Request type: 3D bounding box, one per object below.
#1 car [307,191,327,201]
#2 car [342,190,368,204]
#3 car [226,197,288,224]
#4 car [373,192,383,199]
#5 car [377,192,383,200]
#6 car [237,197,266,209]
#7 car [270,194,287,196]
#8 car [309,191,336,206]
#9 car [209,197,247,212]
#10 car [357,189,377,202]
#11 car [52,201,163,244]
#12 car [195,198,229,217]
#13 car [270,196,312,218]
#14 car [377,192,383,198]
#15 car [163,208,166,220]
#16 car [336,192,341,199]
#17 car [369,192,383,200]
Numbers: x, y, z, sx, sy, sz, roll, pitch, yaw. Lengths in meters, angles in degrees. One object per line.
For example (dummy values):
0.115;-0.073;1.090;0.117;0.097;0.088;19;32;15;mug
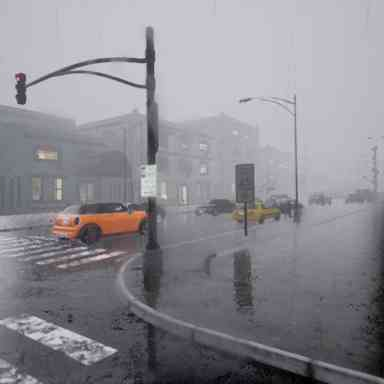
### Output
23.519;0.768;62.439;2.192;1.841;5.009;-1;0;36;car
22.845;0.924;46.490;1.837;1.490;4.892;-1;0;36;car
4.384;1.242;21.839;1.752;1.417;4.829;-1;0;36;car
40.055;0.720;70.942;1.947;1.339;4.313;-1;0;36;car
33.549;0.570;61.988;2.192;1.841;5.009;-1;0;36;car
7.264;1.293;40.058;1.802;1.307;4.206;-1;0;36;car
10.094;1.006;39.534;2.097;1.767;4.553;-1;0;36;car
16.580;1.026;43.131;2.128;1.511;4.902;-1;0;37;car
3.911;1.289;35.443;1.752;1.417;4.829;-1;0;36;car
26.940;0.576;52.201;2.150;2.045;5.566;-1;0;36;car
-3.829;1.213;15.184;2.097;1.767;4.553;-1;0;39;car
2.125;1.306;28.574;1.812;1.442;4.674;-1;0;36;car
7.536;1.217;26.178;2.008;1.369;4.403;-1;0;36;car
43.133;0.652;75.166;1.887;1.381;4.507;-1;0;36;car
-3.651;1.378;20.641;1.837;1.490;4.892;-1;0;36;car
30.026;0.935;71.392;1.802;1.307;4.206;-1;0;36;car
36.803;0.770;66.465;1.947;1.339;4.313;-1;0;36;car
